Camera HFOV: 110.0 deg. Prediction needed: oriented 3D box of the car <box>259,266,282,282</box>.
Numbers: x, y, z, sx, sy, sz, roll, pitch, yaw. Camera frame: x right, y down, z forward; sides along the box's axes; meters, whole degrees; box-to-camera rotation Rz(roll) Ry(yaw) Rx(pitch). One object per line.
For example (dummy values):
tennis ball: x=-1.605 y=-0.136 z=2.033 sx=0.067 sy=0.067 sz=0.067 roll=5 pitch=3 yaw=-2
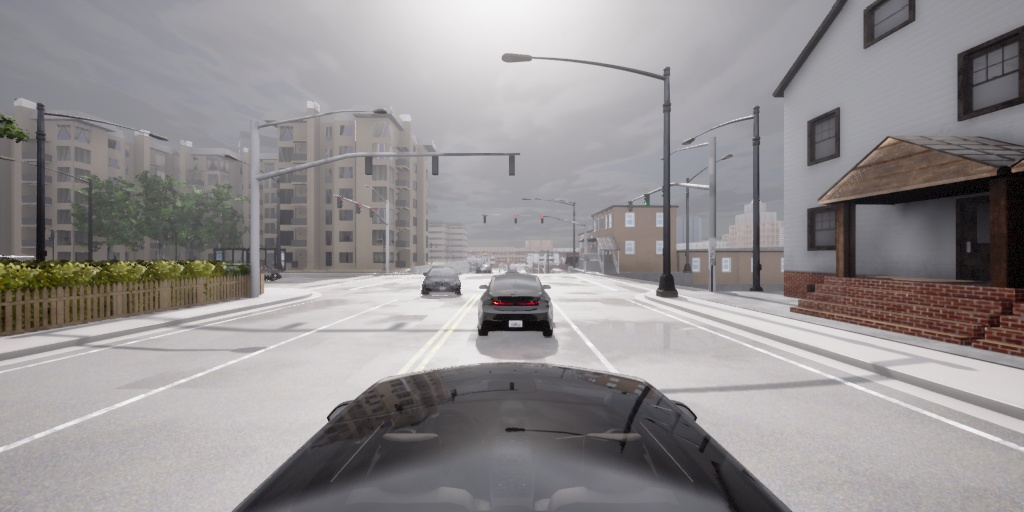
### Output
car: x=-19.847 y=1.313 z=27.050 sx=4.181 sy=1.385 sz=1.994 roll=0 pitch=0 yaw=1

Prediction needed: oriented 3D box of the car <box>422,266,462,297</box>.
car: x=-3.716 y=1.278 z=19.251 sx=1.812 sy=1.442 sz=4.674 roll=1 pitch=0 yaw=-11

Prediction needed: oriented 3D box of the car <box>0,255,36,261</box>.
car: x=-37.365 y=0.972 z=27.296 sx=5.566 sy=2.045 sz=2.150 roll=0 pitch=0 yaw=1

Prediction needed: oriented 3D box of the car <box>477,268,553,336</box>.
car: x=0.092 y=1.255 z=10.360 sx=1.837 sy=1.490 sz=4.892 roll=0 pitch=0 yaw=0

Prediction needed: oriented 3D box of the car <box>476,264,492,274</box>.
car: x=-3.618 y=1.755 z=47.174 sx=2.128 sy=1.511 sz=4.902 roll=0 pitch=-5 yaw=0
